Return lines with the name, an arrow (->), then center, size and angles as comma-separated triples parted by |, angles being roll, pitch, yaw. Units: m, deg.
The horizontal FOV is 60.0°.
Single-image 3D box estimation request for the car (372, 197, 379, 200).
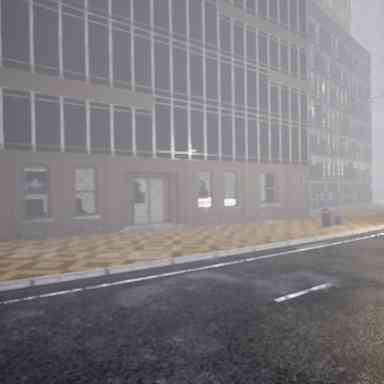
car -> 45.170, 1.453, 84.081 | 4.206, 1.307, 1.802 | 0, 1, 43
